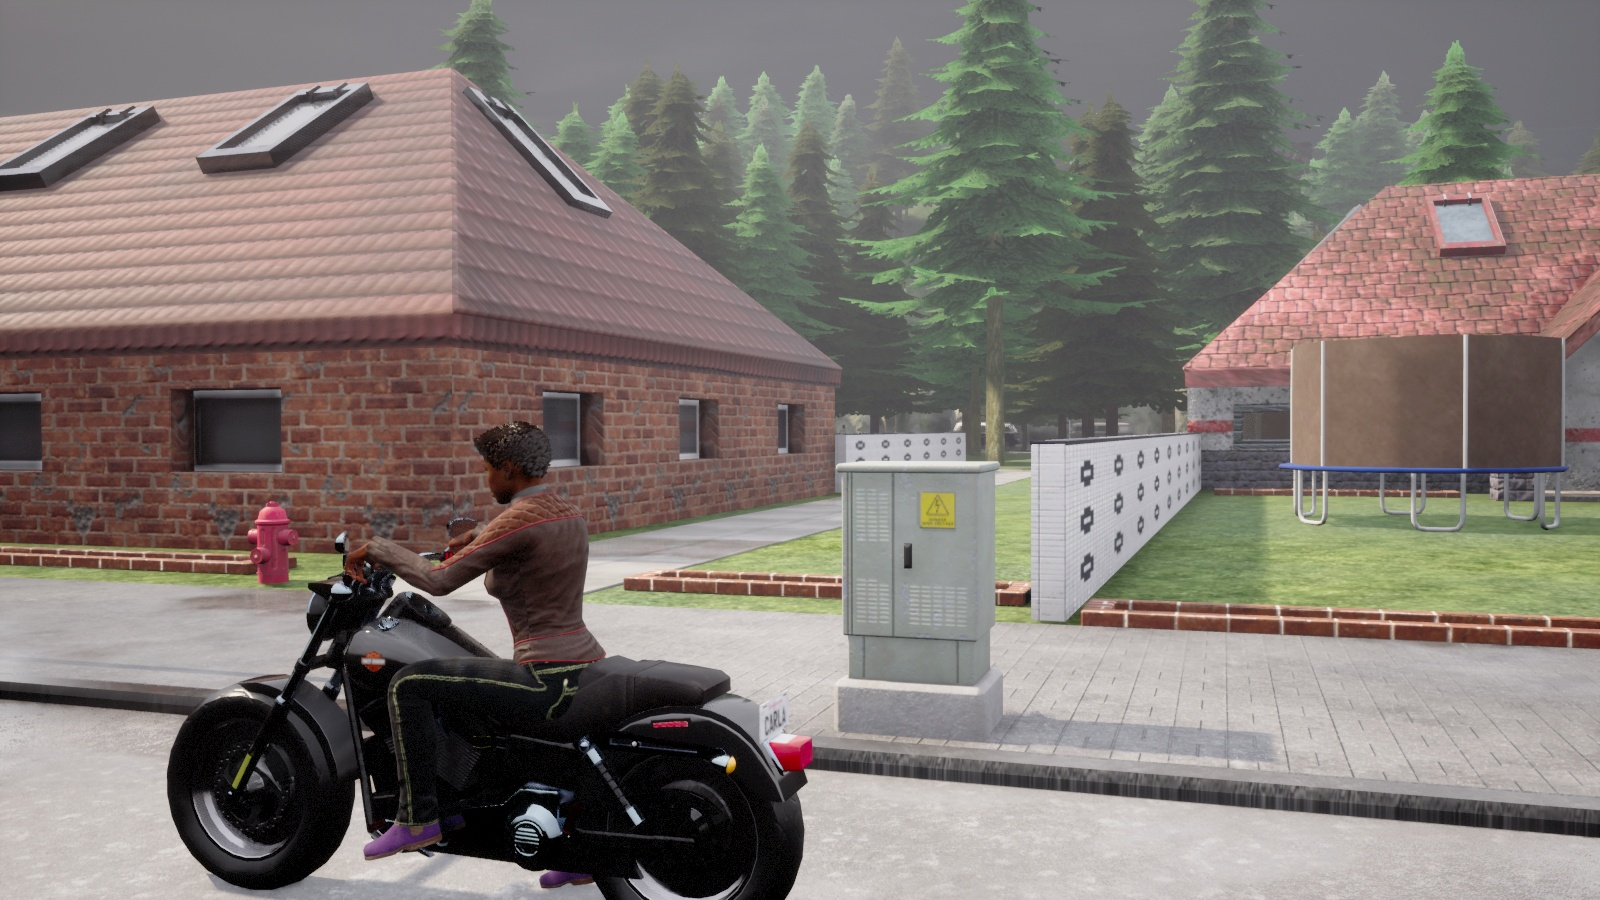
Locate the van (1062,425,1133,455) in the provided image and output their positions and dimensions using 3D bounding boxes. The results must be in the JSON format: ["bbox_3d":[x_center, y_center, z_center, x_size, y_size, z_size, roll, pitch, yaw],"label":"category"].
[{"bbox_3d":[19.826,-0.686,83.739,4.442,1.987,1.775,1,1,19],"label":"van"}]

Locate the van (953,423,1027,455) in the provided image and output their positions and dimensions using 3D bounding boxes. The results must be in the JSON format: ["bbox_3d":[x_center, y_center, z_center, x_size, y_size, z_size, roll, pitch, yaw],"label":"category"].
[{"bbox_3d":[12.423,-0.717,82.010,4.480,2.038,2.069,1,1,19],"label":"van"}]

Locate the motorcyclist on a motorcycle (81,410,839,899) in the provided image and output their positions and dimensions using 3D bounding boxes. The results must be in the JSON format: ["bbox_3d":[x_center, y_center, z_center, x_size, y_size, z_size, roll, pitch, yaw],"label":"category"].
[{"bbox_3d":[-1.109,0.707,4.093,2.350,1.649,0.766,0,1,19],"label":"motorcyclist on a motorcycle"}]
